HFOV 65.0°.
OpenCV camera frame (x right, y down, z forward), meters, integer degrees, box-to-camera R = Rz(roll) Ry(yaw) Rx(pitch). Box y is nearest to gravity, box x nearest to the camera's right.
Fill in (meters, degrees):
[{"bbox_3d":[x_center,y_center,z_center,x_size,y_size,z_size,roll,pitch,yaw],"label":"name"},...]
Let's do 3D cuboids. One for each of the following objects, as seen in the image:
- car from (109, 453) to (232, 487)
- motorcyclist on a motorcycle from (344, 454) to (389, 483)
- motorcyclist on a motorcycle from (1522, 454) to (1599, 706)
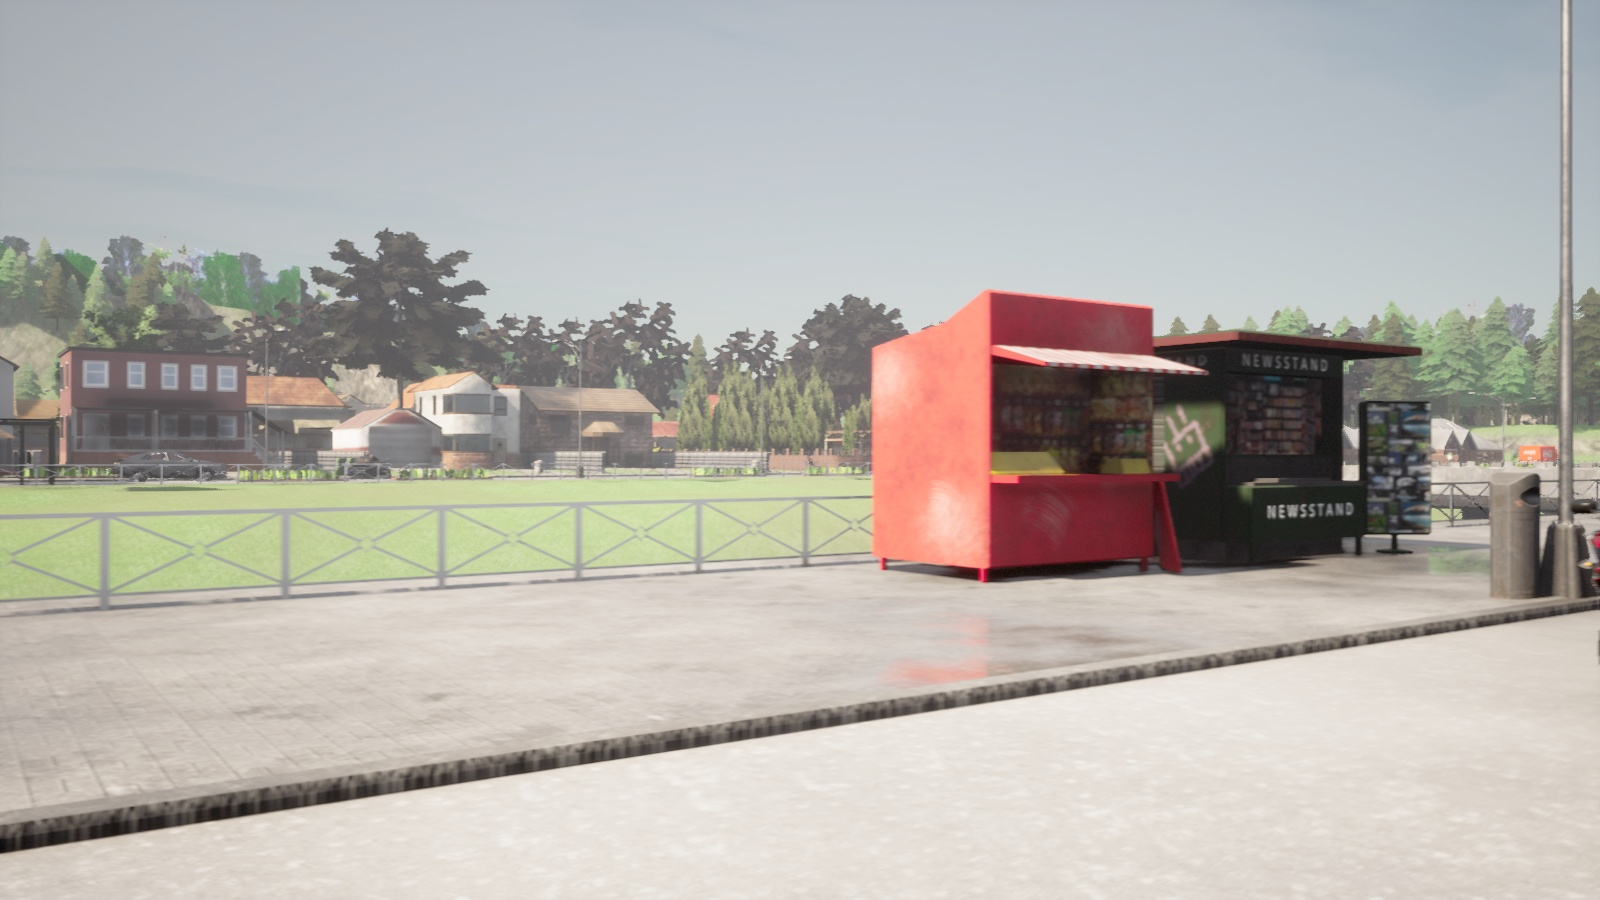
[{"bbox_3d":[-29.506,0.908,58.912,4.902,1.511,2.128,0,0,-35],"label":"car"},{"bbox_3d":[-23.462,0.996,67.990,2.191,1.530,0.866,0,0,-35],"label":"motorcyclist on a motorcycle"},{"bbox_3d":[5.751,0.788,8.272,2.191,1.530,0.866,0,0,-35],"label":"motorcyclist on a motorcycle"}]
